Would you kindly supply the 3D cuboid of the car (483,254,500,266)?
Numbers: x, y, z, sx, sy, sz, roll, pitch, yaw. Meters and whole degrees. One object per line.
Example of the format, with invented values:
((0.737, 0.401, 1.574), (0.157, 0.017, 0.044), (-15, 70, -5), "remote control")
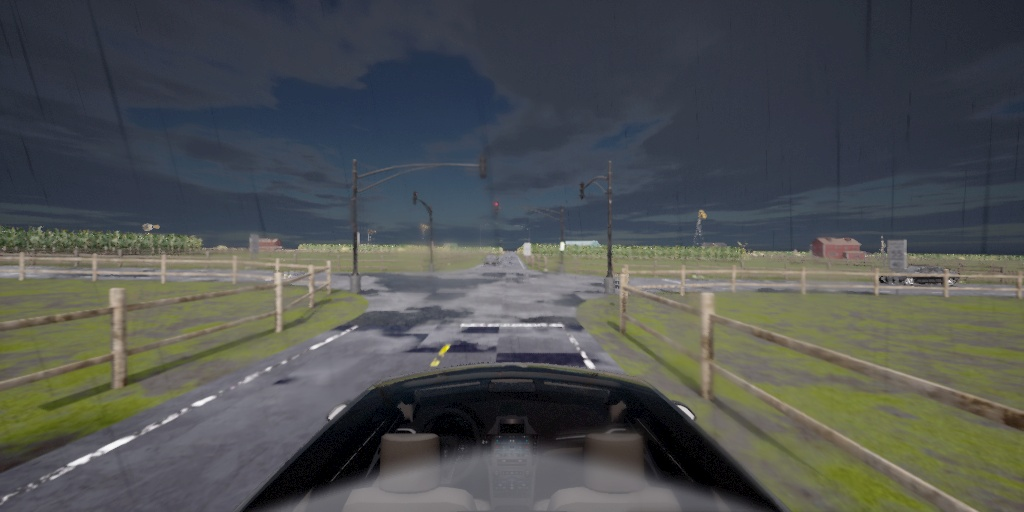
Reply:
((-2.725, 0.579, 47.414), (1.837, 1.490, 4.892), (0, 3, 0), "car")

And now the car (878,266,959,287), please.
((29.892, 1.461, 26.543), (4.892, 1.490, 1.837), (1, 1, 0), "car")
